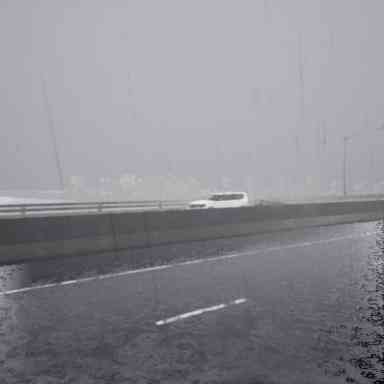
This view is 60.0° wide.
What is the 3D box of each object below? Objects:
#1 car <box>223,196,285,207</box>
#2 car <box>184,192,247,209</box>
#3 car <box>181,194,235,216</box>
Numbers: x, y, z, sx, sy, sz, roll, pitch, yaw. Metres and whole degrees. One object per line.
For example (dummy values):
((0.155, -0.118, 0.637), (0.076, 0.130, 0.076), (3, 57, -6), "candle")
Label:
((5.044, 1.288, 24.650), (4.902, 1.511, 2.128), (-1, 0, -35), "car")
((2.272, 1.025, 26.988), (5.566, 2.045, 2.150), (-1, 0, -35), "car")
((1.509, 1.138, 30.713), (4.553, 1.767, 2.097), (-1, 0, -35), "car")
